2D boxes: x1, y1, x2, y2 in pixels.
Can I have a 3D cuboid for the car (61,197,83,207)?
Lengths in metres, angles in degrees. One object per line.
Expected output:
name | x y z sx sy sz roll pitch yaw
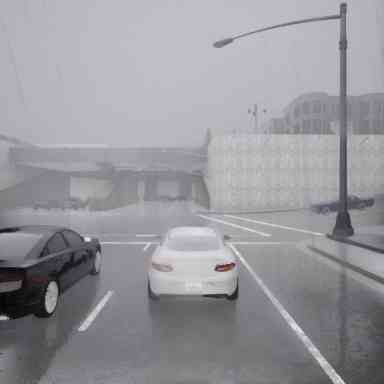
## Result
car | -18.964 1.505 52.564 1.837 1.490 4.892 0 0 -2

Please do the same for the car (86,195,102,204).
car | -19.324 1.477 65.845 1.882 1.535 5.008 0 0 -2

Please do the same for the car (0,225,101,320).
car | -3.475 1.478 7.440 1.882 1.535 5.008 0 0 0

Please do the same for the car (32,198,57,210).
car | -18.659 1.547 43.083 2.033 1.411 5.357 0 0 -2

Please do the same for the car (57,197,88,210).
car | -15.138 1.526 42.519 1.812 1.442 4.674 0 0 -2

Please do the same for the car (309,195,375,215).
car | 12.053 1.012 27.097 4.718 1.301 1.895 -6 0 -1

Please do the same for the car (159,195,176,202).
car | -5.344 1.552 74.324 1.994 1.385 4.181 0 0 5

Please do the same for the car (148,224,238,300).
car | 0.018 1.526 8.239 1.812 1.442 4.674 0 0 0

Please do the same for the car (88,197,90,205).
car | -15.439 1.505 51.770 1.837 1.490 4.892 0 0 -2

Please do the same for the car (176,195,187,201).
car | -2.860 1.552 83.848 1.994 1.385 4.181 0 0 27
